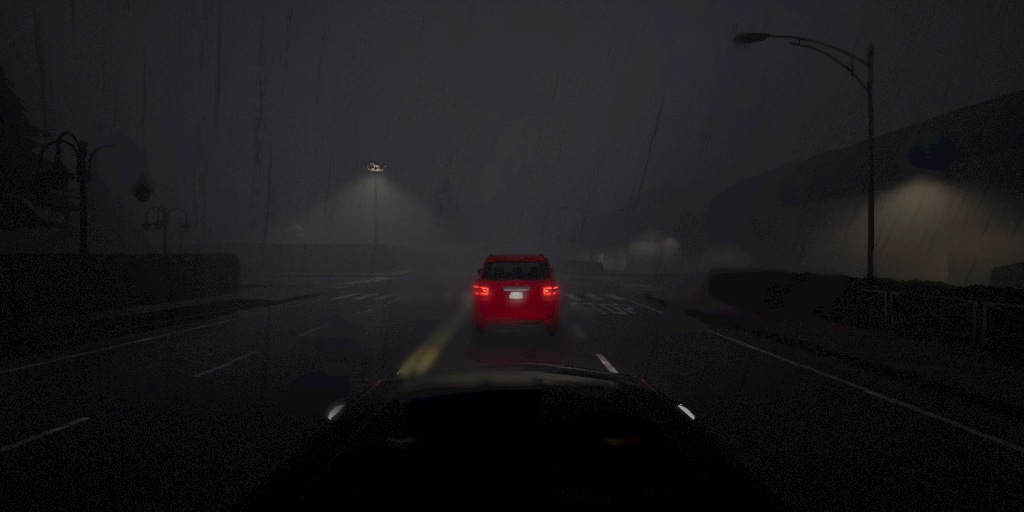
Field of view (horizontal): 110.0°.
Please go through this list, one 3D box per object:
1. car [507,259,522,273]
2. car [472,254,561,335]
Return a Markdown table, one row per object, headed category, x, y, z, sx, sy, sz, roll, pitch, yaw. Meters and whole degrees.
| category | x | y | z | sx | sy | sz | roll | pitch | yaw |
| --- | --- | --- | --- | --- | --- | --- | --- | --- | --- |
| car | 0.325 | 1.227 | 45.534 | 1.882 | 1.535 | 5.008 | 0 | 0 | 1 |
| car | 0.115 | 0.971 | 10.677 | 2.150 | 2.045 | 5.566 | 0 | 0 | 0 |
